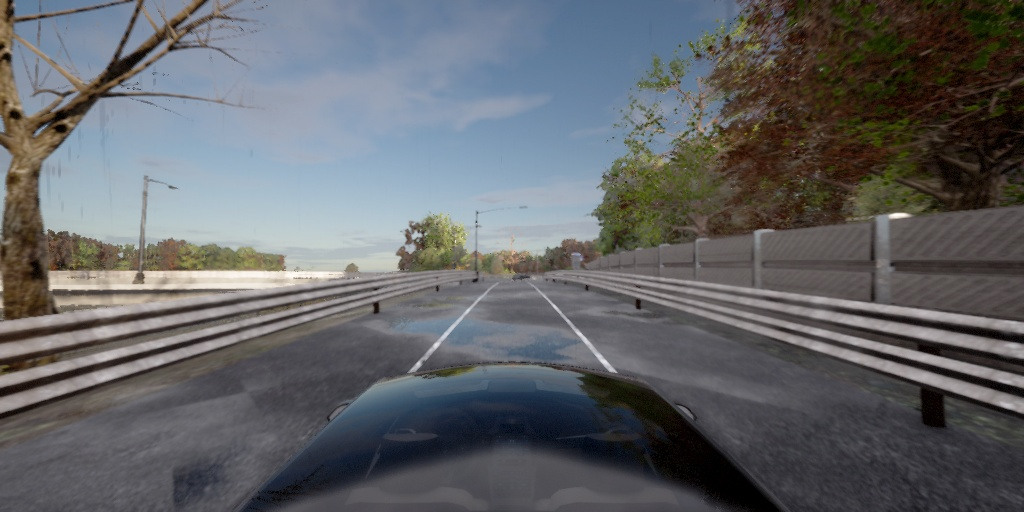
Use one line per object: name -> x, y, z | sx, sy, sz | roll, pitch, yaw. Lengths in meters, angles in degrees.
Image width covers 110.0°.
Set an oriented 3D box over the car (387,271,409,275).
car -> -15.980, 3.003, 53.023 | 5.008, 1.535, 1.882 | 3, -4, -42
